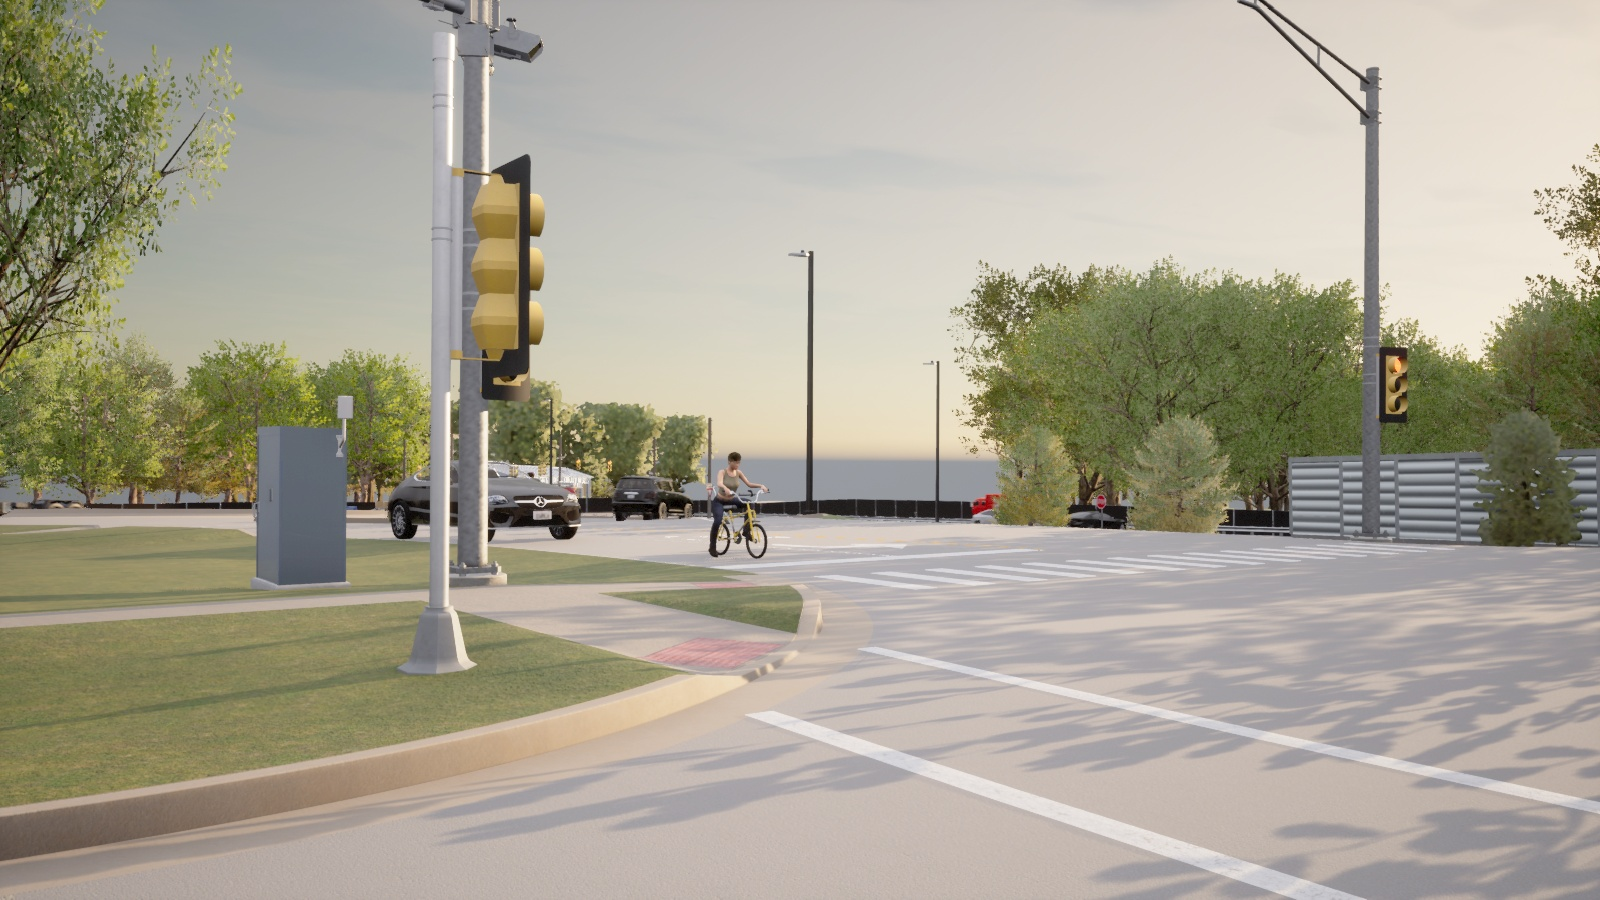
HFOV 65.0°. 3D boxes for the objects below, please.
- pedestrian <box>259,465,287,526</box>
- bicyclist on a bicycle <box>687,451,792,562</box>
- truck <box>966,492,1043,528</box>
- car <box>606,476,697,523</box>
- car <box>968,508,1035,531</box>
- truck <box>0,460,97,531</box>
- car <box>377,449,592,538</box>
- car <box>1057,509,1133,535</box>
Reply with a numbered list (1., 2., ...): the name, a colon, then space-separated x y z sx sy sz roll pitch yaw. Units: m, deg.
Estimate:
1. pedestrian: -16.157 1.383 38.500 0.354 1.836 0.706 0 0 38
2. bicyclist on a bicycle: -0.941 0.838 19.197 0.866 1.612 1.509 0 -1 -39
3. truck: 14.782 4.344 91.243 2.627 2.467 5.204 0 -2 -34
4. car: -6.664 2.299 57.274 2.150 2.045 5.566 0 -3 15
5. car: 13.821 4.749 86.431 1.812 1.442 4.674 1 -2 -34
6. truck: -42.361 2.487 67.463 2.891 3.462 7.936 -6 -6 21
7. car: -6.568 0.887 25.742 2.152 1.651 5.027 0 -2 -42
8. car: 18.288 4.444 77.828 5.008 1.535 1.882 1 -3 -39
